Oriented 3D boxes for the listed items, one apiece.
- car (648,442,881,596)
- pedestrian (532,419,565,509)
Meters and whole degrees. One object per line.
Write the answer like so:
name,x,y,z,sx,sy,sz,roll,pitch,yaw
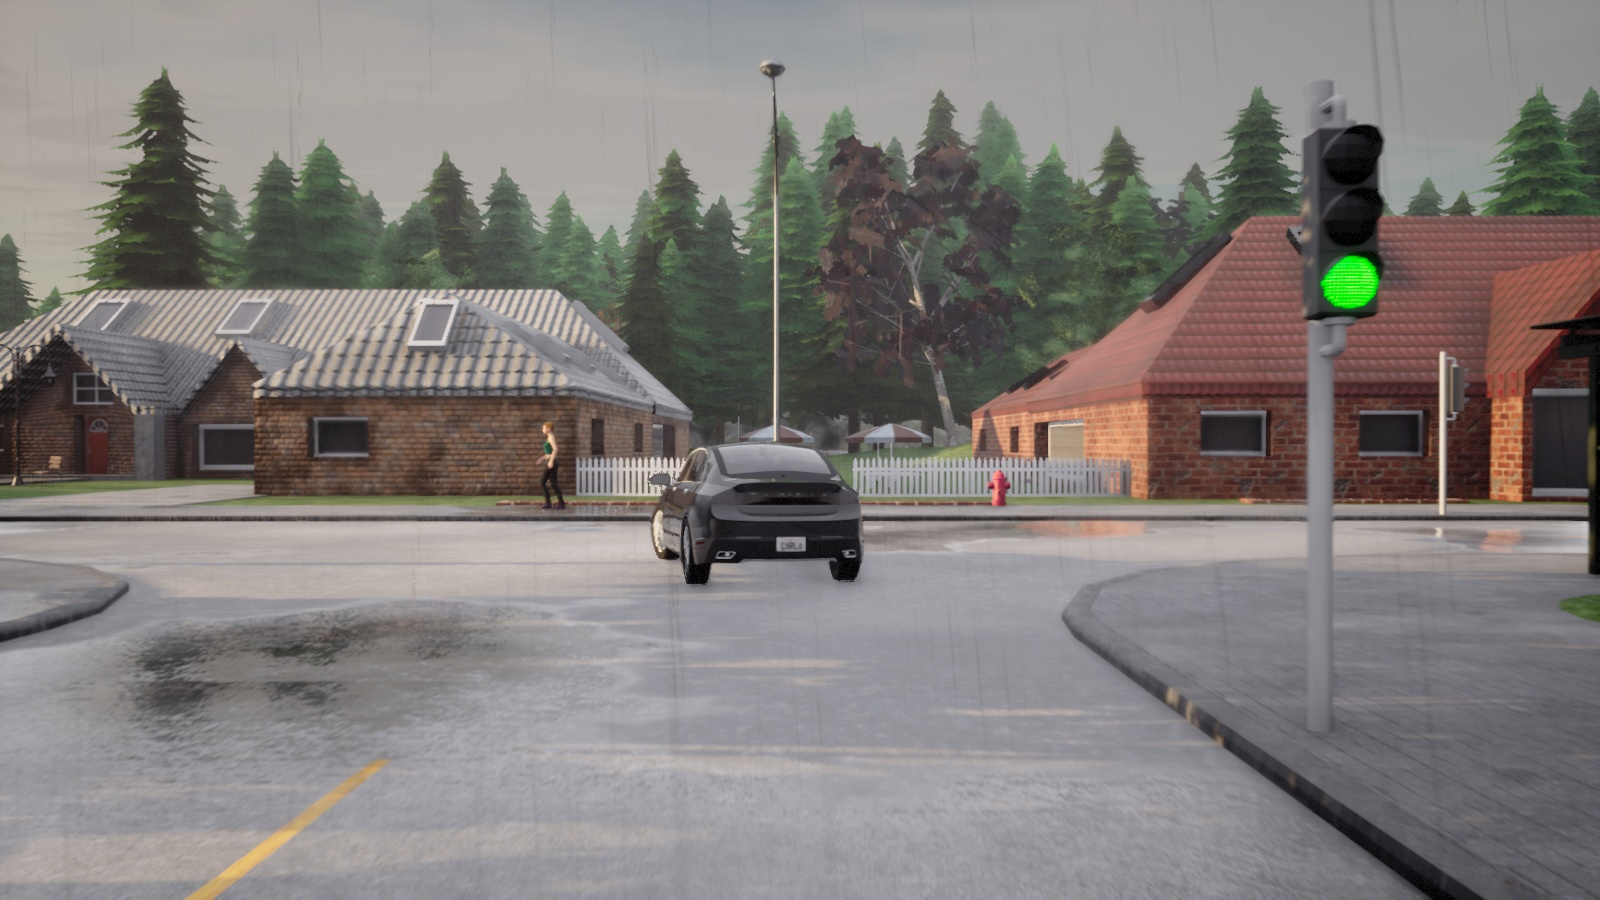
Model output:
car,-0.621,0.663,14.715,1.837,1.490,4.892,0,0,-12
pedestrian,-5.167,0.294,25.804,0.594,1.836,0.345,0,0,0
